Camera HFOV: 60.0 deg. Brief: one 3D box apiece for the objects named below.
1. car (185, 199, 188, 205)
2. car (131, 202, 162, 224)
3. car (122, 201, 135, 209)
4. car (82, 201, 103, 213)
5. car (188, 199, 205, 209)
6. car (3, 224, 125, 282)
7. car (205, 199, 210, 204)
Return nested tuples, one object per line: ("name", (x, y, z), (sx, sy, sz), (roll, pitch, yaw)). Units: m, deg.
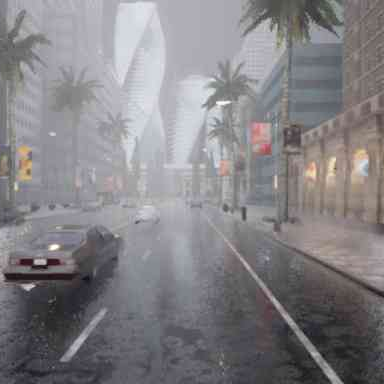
("car", (-0.351, 2.320, 76.780), (1.812, 1.442, 4.674), (0, -1, 10))
("car", (-3.588, 1.884, 28.015), (1.812, 1.442, 4.674), (0, 0, 0))
("car", (-11.014, 2.310, 58.509), (1.994, 1.385, 4.181), (0, -1, 0))
("car", (-13.931, 2.077, 46.707), (2.231, 1.521, 4.892), (0, -1, -1))
("car", (0.752, 2.099, 58.484), (2.097, 1.767, 4.553), (0, -1, -1))
("car", (-3.457, 1.678, 10.111), (2.033, 1.411, 5.357), (0, -1, 0))
("car", (3.529, 2.501, 88.800), (1.994, 1.385, 4.181), (0, -1, 32))
